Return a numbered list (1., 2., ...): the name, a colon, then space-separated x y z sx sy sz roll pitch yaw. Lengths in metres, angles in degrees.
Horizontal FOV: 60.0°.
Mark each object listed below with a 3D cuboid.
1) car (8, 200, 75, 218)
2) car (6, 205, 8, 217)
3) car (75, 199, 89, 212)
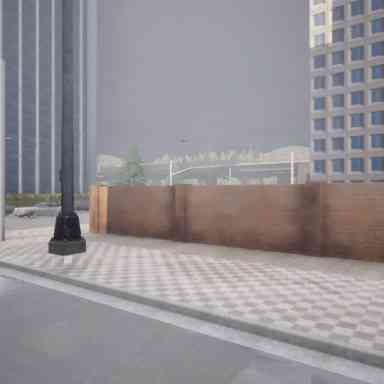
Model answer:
1. car: -13.438 1.601 29.961 1.895 1.301 4.718 0 0 35
2. car: -18.241 1.547 29.267 2.033 1.411 5.357 0 0 32
3. car: -12.432 1.547 37.497 2.033 1.411 5.357 0 0 35
